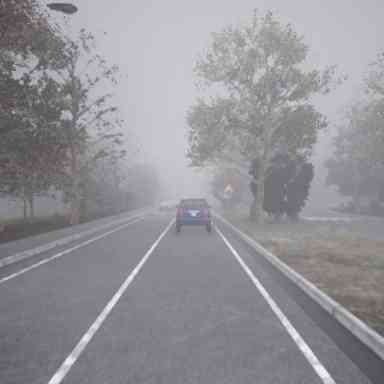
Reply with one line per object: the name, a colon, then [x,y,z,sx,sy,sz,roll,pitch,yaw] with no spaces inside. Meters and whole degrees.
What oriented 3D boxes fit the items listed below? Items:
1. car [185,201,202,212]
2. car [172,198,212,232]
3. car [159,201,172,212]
car: [0.121,1.904,42.585,2.033,1.411,5.357,0,-3,0]
car: [0.101,1.395,21.675,2.150,2.045,5.566,0,-1,0]
car: [-3.318,1.959,44.082,1.812,1.442,4.674,0,0,0]
